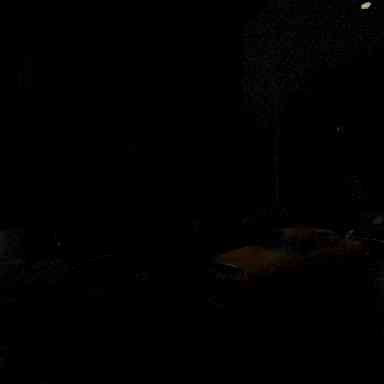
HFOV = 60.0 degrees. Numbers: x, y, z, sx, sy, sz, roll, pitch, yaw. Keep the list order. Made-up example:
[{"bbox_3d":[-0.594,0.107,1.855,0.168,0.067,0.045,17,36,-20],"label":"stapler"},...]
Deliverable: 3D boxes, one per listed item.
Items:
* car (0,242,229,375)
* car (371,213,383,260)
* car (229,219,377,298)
[{"bbox_3d":[-1.719,1.566,5.424,4.313,1.339,1.947,0,0,-36],"label":"car"},{"bbox_3d":[7.128,1.441,11.749,4.097,1.590,1.967,0,0,-36],"label":"car"},{"bbox_3d":[2.567,1.525,8.488,4.829,1.417,1.752,0,0,-36],"label":"car"}]
